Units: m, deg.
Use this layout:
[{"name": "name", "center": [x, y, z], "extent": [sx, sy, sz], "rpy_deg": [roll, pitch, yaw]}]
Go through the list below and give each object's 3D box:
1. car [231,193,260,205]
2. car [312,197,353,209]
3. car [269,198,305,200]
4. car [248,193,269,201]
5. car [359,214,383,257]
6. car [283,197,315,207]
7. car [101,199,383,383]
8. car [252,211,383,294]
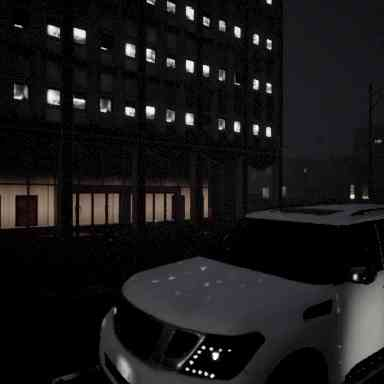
[{"name": "car", "center": [9.197, 1.168, 57.616], "extent": [2.192, 1.841, 5.009], "rpy_deg": [1, 0, -35]}, {"name": "car", "center": [18.544, 1.447, 44.091], "extent": [1.752, 1.417, 4.829], "rpy_deg": [1, 0, -35]}, {"name": "car", "center": [11.746, 1.427, 39.188], "extent": [2.008, 1.369, 4.403], "rpy_deg": [1, 0, -35]}, {"name": "car", "center": [8.600, 1.168, 43.743], "extent": [2.192, 1.841, 5.009], "rpy_deg": [1, 0, -35]}, {"name": "car", "center": [8.494, 1.552, 12.625], "extent": [4.403, 1.369, 2.008], "rpy_deg": [0, 0, -36]}, {"name": "car", "center": [15.492, 1.481, 48.507], "extent": [1.802, 1.307, 4.206], "rpy_deg": [1, 0, -35]}, {"name": "car", "center": [1.653, 1.222, 4.562], "extent": [5.566, 2.045, 2.150], "rpy_deg": [0, 0, -36]}, {"name": "car", "center": [3.863, 1.441, 9.316], "extent": [4.097, 1.590, 1.967], "rpy_deg": [0, 0, -36]}]
